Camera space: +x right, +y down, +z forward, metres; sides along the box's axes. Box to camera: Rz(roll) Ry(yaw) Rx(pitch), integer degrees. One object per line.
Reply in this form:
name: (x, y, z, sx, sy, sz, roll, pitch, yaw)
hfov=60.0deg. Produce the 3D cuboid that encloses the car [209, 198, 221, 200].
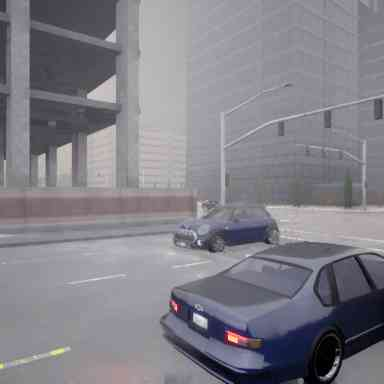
car: (3.074, 1.505, 37.408, 1.837, 1.490, 4.892, 0, 0, -36)

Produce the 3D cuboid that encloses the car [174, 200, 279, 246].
car: (1.473, 1.352, 13.674, 4.553, 1.767, 2.097, 0, 0, -36)

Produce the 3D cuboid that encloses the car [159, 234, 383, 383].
car: (2.149, 1.547, 5.324, 5.357, 1.411, 2.033, 0, 0, -35)
